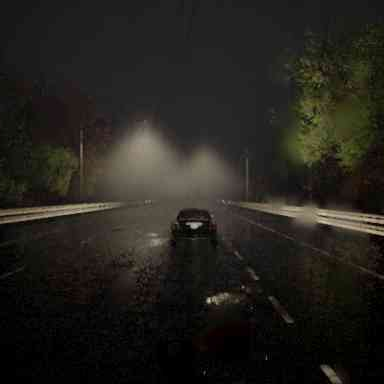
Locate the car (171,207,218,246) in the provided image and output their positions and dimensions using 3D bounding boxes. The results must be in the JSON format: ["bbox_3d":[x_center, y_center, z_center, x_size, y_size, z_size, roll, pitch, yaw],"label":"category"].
[{"bbox_3d":[0.076,1.533,16.534,2.097,1.767,4.553,0,0,-1],"label":"car"}]
